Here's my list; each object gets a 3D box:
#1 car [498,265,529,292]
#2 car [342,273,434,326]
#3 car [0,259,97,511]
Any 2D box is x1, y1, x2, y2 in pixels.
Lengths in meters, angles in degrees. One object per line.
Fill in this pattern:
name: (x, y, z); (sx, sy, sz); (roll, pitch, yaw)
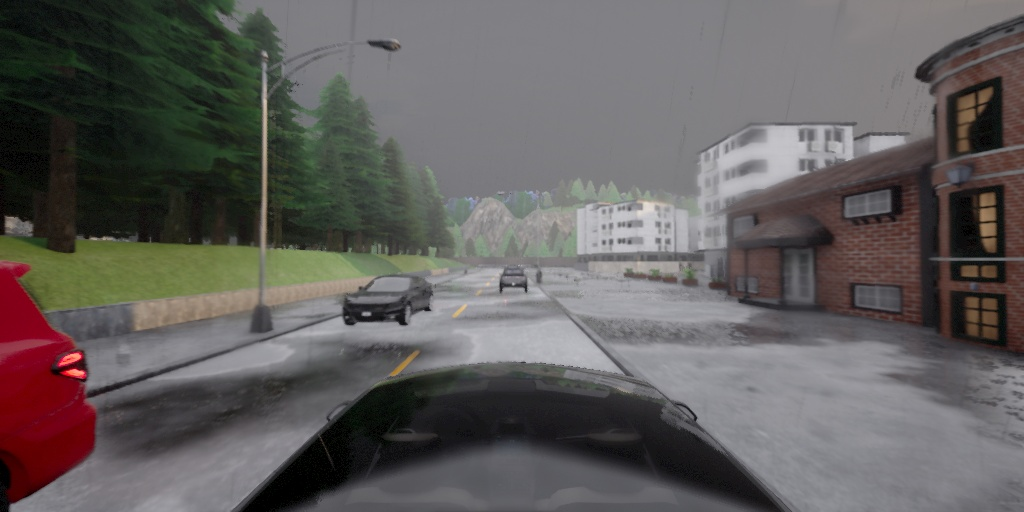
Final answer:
car: (0.102, 1.555, 24.419); (2.128, 1.511, 4.902); (0, -1, 0)
car: (-4.084, 1.378, 12.580); (1.882, 1.535, 5.008); (0, -1, 0)
car: (-4.106, 0.952, 0.237); (2.150, 2.045, 5.566); (0, -1, -1)
